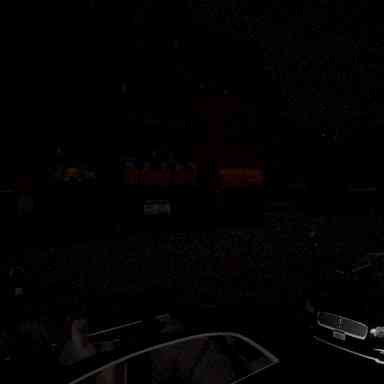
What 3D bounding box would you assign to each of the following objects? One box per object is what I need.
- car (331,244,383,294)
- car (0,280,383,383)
[{"bbox_3d":[3.605,1.548,5.416,4.403,1.369,2.008,0,-2,-36],"label":"car"},{"bbox_3d":[-0.827,1.551,2.246,4.403,1.369,2.008,0,-2,-36],"label":"car"}]
